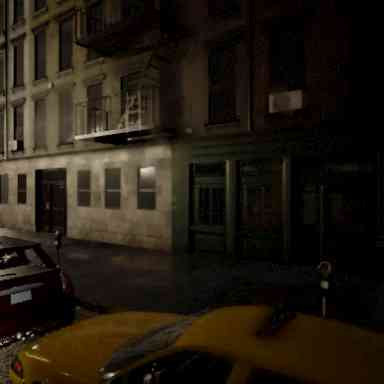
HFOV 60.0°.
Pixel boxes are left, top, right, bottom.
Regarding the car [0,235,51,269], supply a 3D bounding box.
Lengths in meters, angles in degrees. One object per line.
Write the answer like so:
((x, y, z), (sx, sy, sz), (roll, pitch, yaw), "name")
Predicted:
((-3.869, 1.434, 5.593), (4.097, 1.590, 1.967), (0, 0, 35), "car")

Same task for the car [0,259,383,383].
((0.398, 1.525, 2.558), (4.829, 1.417, 1.752), (0, 0, 35), "car")
